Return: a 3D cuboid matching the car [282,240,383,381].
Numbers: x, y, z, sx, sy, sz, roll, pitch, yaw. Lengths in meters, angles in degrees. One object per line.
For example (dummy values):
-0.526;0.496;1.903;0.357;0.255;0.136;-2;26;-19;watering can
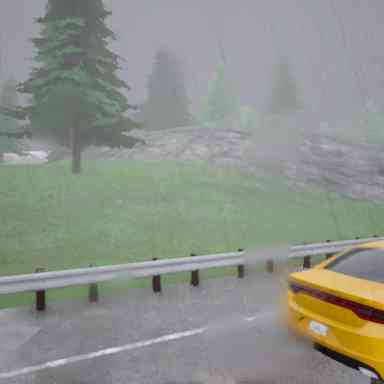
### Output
3.704;1.494;5.178;5.008;1.535;1.882;0;0;-28;car
